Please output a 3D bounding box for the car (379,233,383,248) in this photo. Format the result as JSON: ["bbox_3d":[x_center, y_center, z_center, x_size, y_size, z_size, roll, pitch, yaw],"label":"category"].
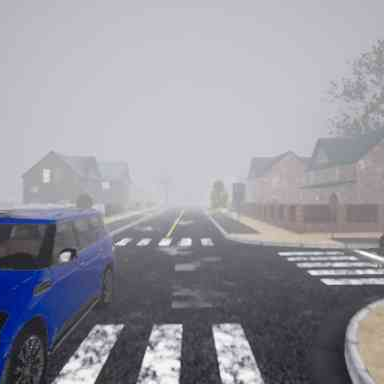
[{"bbox_3d":[9.331,1.660,12.350,4.181,1.385,1.994,0,0,-1],"label":"car"}]

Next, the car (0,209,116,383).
[{"bbox_3d":[-2.754,1.321,5.239,2.150,2.045,5.566,0,-1,0],"label":"car"}]
